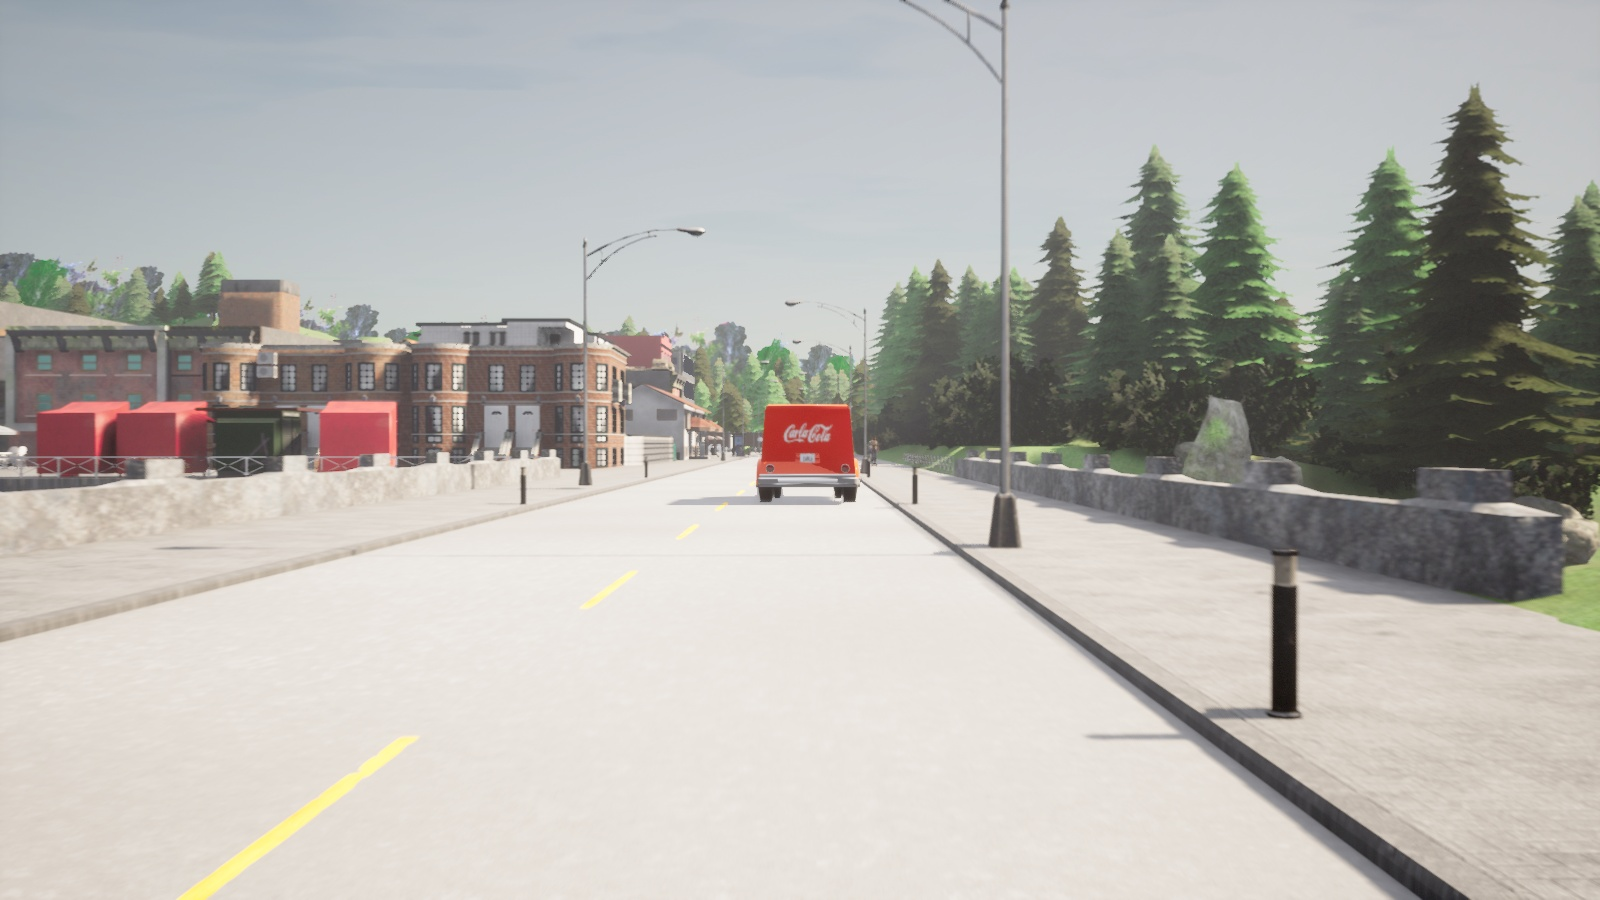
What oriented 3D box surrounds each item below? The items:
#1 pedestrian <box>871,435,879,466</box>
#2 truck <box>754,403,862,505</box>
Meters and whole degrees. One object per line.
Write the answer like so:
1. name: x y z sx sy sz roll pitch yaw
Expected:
1. pedestrian: 4.433 0.045 74.398 0.328 1.805 0.869 0 0 -4
2. truck: 0.203 0.076 33.006 2.627 2.467 5.204 0 0 0
